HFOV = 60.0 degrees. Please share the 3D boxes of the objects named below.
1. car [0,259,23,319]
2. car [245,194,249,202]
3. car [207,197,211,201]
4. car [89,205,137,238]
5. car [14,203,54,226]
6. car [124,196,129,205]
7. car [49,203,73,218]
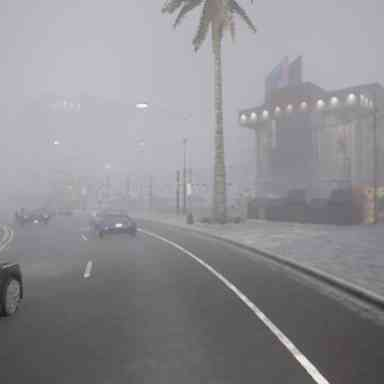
[{"bbox_3d":[-3.993,1.526,4.503,2.128,1.511,4.902,0,0,-6],"label":"car"},{"bbox_3d":[8.889,1.472,52.164,4.674,1.452,2.002,0,0,42],"label":"car"},{"bbox_3d":[0.893,1.711,68.520,4.718,1.301,1.895,0,0,42],"label":"car"},{"bbox_3d":[-4.425,1.630,18.298,1.994,1.385,4.181,0,0,-24],"label":"car"},{"bbox_3d":[-11.839,1.726,24.443,1.895,1.301,4.718,0,0,-34],"label":"car"},{"bbox_3d":[-11.182,1.439,55.035,4.553,1.767,2.185,0,0,42],"label":"car"},{"bbox_3d":[-13.055,1.695,31.291,2.033,1.411,5.357,0,0,-44],"label":"car"}]
